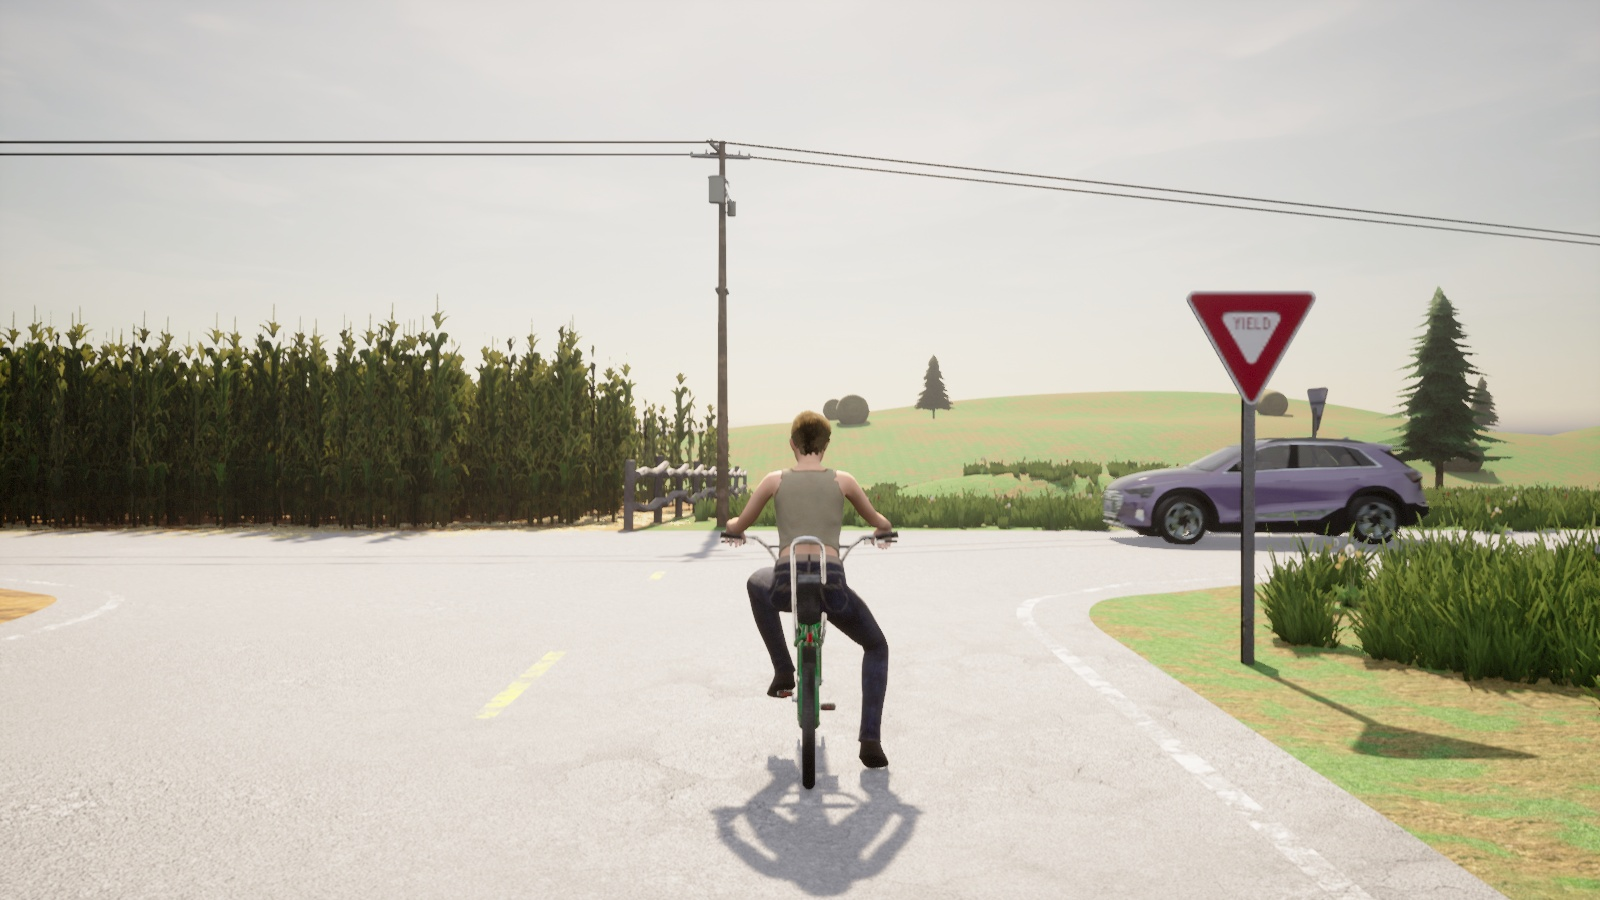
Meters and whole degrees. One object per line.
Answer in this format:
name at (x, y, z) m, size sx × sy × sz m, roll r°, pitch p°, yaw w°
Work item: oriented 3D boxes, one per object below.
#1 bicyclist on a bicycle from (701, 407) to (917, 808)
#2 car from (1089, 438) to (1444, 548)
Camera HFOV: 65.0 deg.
bicyclist on a bicycle at (0.042, 0.628, 5.812) m, size 0.866 × 1.612 × 1.509 m, roll 0°, pitch 1°, yaw 1°
car at (7.230, 0.636, 19.852) m, size 4.856 × 1.649 × 2.033 m, roll 0°, pitch 1°, yaw 0°
